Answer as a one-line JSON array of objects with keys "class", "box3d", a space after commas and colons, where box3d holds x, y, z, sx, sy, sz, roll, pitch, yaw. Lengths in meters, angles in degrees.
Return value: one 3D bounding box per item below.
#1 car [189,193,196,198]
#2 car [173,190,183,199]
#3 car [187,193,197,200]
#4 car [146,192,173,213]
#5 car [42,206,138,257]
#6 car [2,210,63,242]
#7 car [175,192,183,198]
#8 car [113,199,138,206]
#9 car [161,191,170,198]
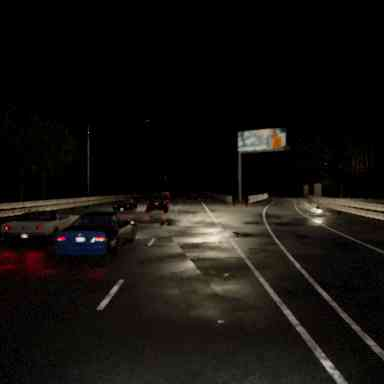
[{"class": "car", "box3d": [0.029, 0.879, 89.262, 1.812, 1.442, 4.674, 0, 0, 0]}, {"class": "car", "box3d": [-3.474, 0.655, 78.733, 2.150, 2.045, 5.566, 0, 0, 0]}, {"class": "car", "box3d": [0.024, 1.016, 72.256, 1.812, 1.442, 4.674, 0, 0, 0]}, {"class": "car", "box3d": [-3.388, 1.156, 34.105, 2.097, 1.767, 4.553, 0, 0, 0]}, {"class": "car", "box3d": [-3.397, 1.482, 12.635, 2.033, 1.411, 5.357, 0, 0, 0]}, {"class": "car", "box3d": [-6.896, 1.518, 15.927, 1.895, 1.301, 4.718, 0, 0, 0]}, {"class": "car", "box3d": [-3.471, 0.713, 89.125, 2.128, 1.511, 4.902, 0, 0, 0]}, {"class": "car", "box3d": [-6.896, 1.400, 34.923, 1.895, 1.301, 4.718, 0, 0, 0]}, {"class": "car", "box3d": [-6.971, 0.544, 89.095, 2.097, 1.767, 4.553, 0, 0, 0]}]
